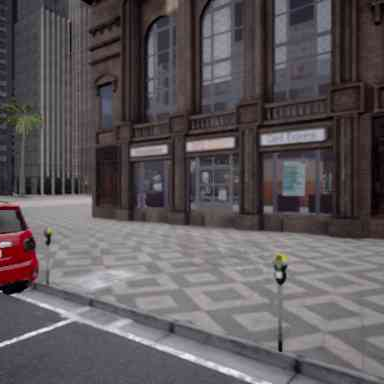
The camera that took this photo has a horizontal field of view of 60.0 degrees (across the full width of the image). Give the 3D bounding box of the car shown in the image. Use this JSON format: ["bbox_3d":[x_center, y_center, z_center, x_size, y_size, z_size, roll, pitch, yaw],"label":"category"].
[{"bbox_3d":[-5.709,1.202,7.458,5.566,2.045,2.150,0,0,35],"label":"car"}]
